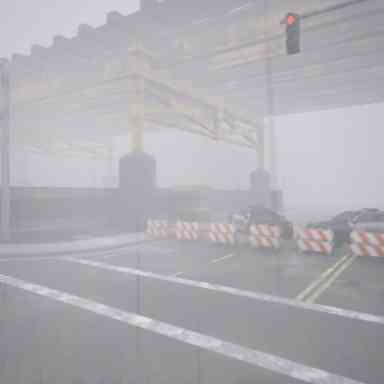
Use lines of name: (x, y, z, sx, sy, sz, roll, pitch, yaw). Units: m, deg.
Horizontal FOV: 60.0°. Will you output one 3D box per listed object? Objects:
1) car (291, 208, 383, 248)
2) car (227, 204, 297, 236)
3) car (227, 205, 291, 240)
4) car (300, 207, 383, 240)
car: (7.103, 1.454, 14.089, 4.974, 1.542, 2.038, 0, 0, -1)
car: (3.334, 1.299, 16.806, 1.853, 1.218, 4.536, 0, 0, -11)
car: (3.344, 1.456, 16.755, 2.038, 1.542, 4.974, 0, 0, -11)
car: (7.154, 1.296, 14.090, 4.536, 1.218, 1.853, 0, 0, -1)
